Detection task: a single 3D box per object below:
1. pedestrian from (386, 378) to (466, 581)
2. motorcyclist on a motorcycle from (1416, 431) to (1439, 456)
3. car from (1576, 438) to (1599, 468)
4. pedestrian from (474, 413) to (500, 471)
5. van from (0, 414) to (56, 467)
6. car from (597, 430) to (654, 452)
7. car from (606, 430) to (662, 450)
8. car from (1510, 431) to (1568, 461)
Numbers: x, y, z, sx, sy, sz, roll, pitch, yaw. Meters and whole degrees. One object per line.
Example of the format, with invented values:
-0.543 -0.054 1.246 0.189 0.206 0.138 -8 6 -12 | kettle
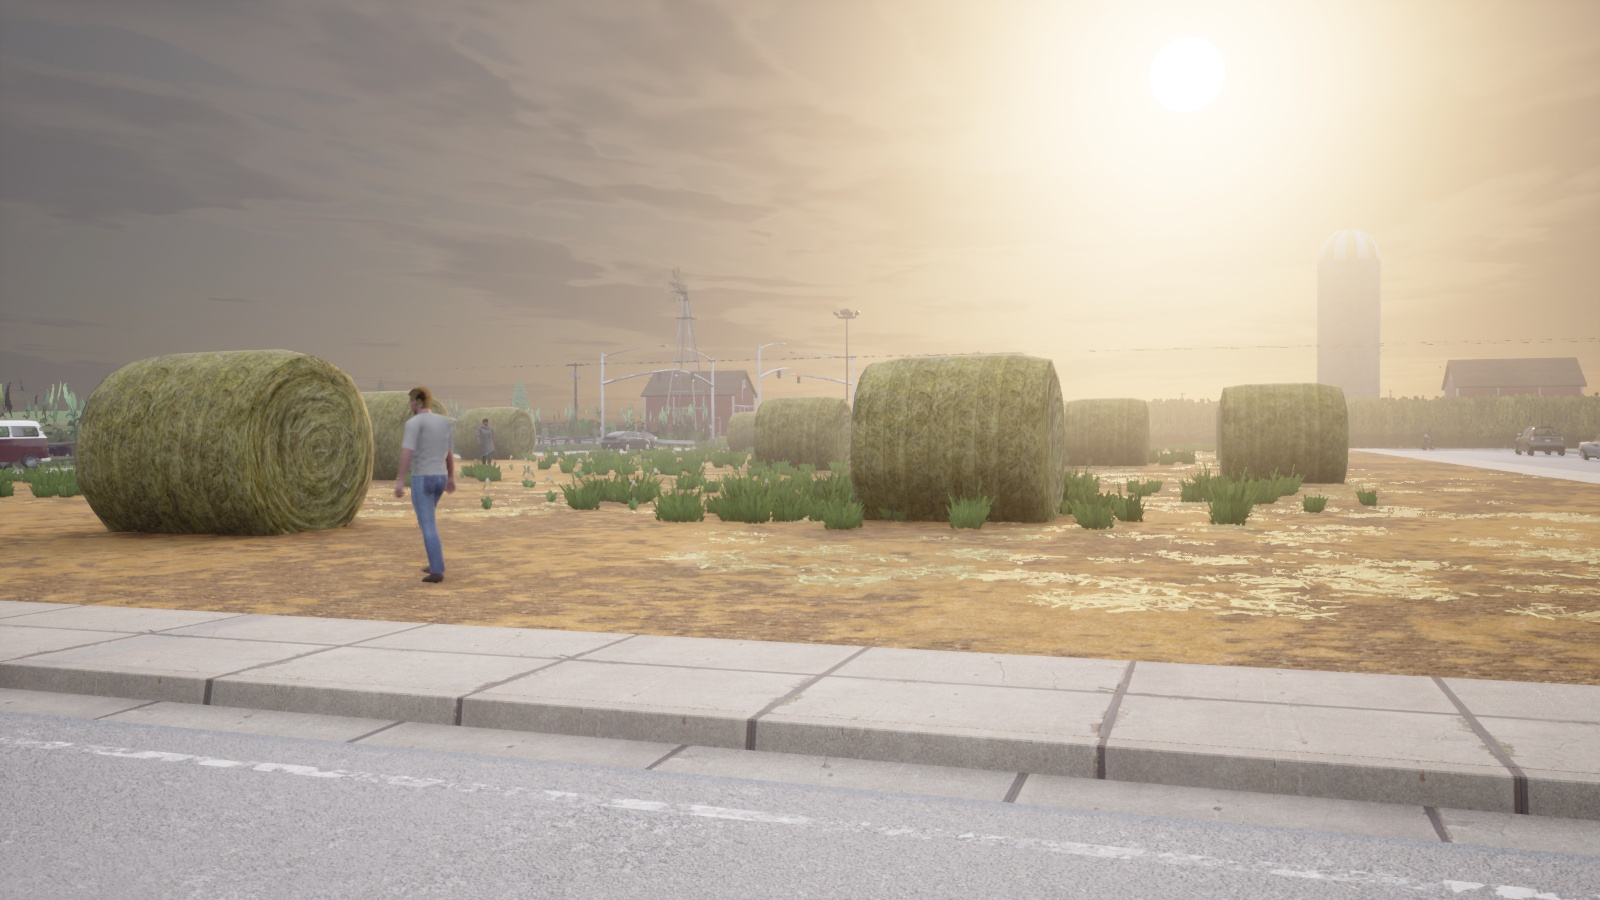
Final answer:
-3.486 0.264 11.705 0.706 1.836 0.354 1 1 36 | pedestrian
42.805 -0.446 85.641 0.766 1.649 2.350 3 3 42 | motorcyclist on a motorcycle
36.269 0.143 55.826 1.895 1.301 4.718 1 1 18 | car
-10.814 -0.283 43.346 0.659 1.952 0.873 0 1 -28 | pedestrian
-31.886 -0.390 49.070 2.069 2.038 4.480 1 1 21 | van
-12.362 -0.680 89.347 1.837 1.490 4.892 1 1 21 | car
-12.909 -0.821 97.681 2.163 1.488 4.792 1 1 23 | car
40.289 -0.248 68.528 1.851 1.617 3.988 1 1 18 | car
